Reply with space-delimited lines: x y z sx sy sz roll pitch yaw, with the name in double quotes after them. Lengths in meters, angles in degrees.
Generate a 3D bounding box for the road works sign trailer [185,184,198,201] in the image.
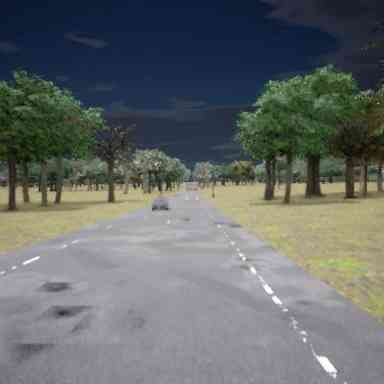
0.018 0.074 67.981 2.380 3.560 2.880 0 1 0 "road works sign trailer"

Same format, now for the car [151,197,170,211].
-3.580 1.396 38.385 1.837 1.490 4.892 0 0 0 "car"
